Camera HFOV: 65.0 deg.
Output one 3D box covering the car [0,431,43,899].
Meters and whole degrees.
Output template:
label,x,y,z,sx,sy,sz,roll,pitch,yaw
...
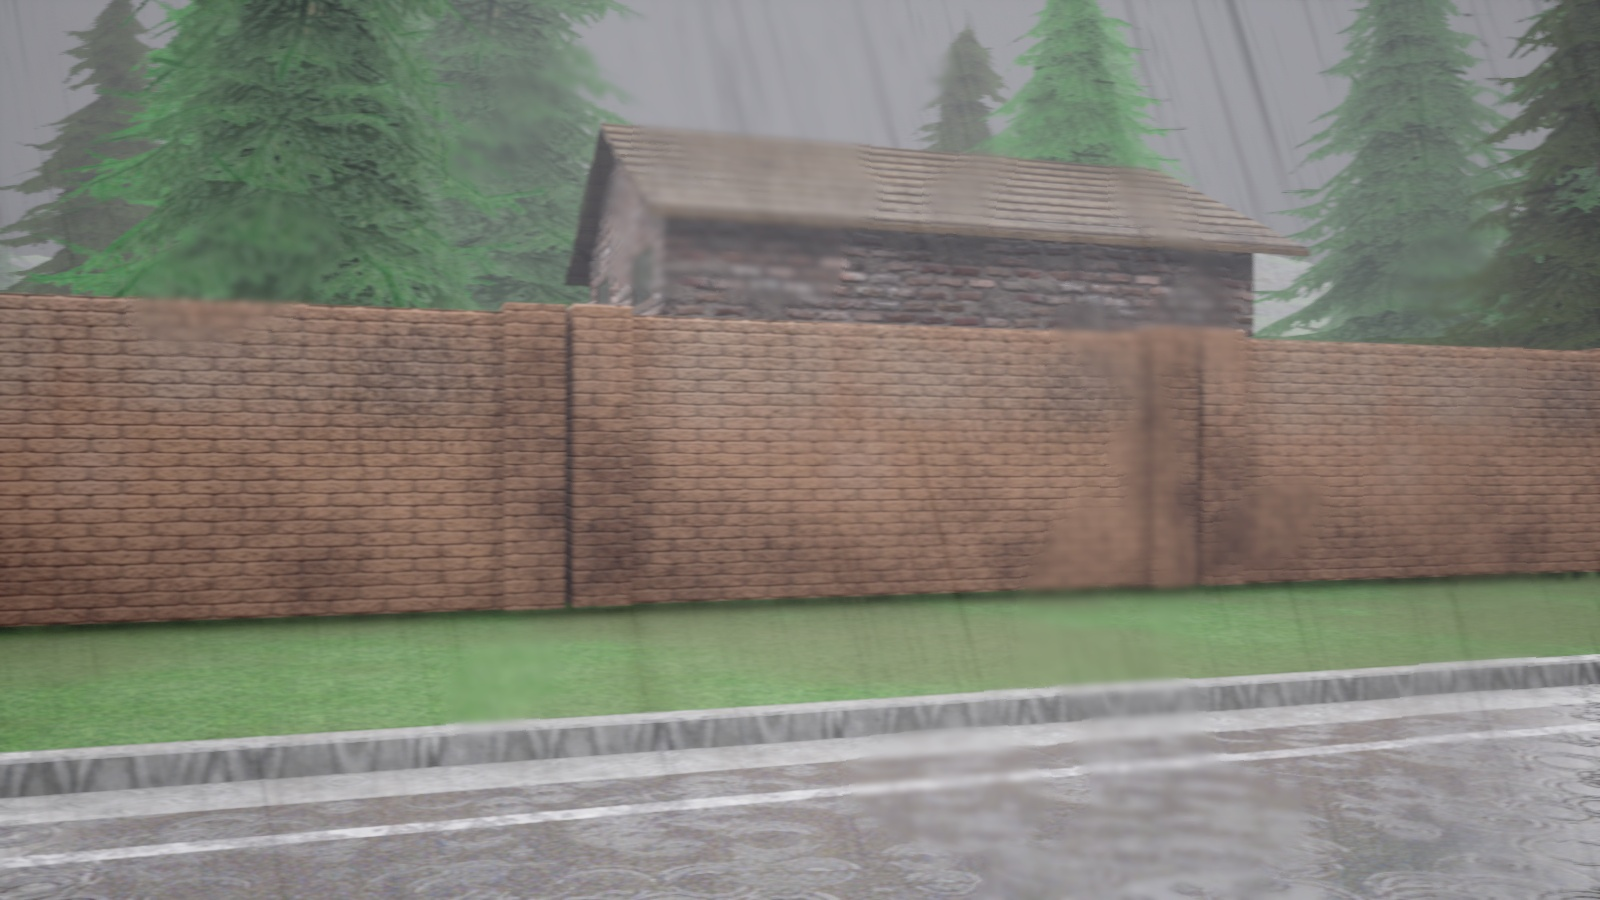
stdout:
label,x,y,z,sx,sy,sz,roll,pitch,yaw
car,-4.358,0.719,2.104,5.008,1.535,1.882,0,0,-19
